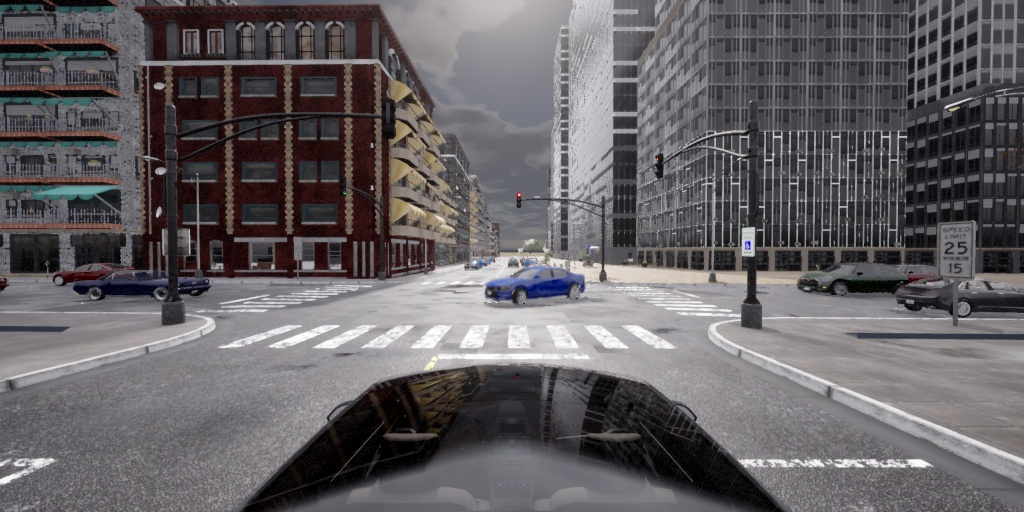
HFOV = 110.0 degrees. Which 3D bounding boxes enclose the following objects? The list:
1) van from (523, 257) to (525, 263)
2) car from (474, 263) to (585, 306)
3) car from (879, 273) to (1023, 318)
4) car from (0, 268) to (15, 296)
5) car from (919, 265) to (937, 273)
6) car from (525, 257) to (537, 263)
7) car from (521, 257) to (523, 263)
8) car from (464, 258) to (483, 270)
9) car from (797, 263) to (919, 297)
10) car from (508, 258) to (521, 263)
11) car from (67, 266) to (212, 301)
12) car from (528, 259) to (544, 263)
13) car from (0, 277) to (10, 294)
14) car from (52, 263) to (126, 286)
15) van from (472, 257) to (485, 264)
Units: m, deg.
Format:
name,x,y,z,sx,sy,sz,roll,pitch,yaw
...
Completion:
name,x,y,z,sx,sy,sz,roll,pitch,yaw
van,2.773,1.042,50.369,1.690,1.789,3.998,0,0,0
car,1.084,1.220,16.004,5.008,1.535,1.882,0,-1,-37
car,16.742,1.445,13.091,4.403,1.370,2.007,0,0,1
car,-26.520,1.254,16.496,4.718,1.301,1.895,0,1,1
car,23.421,1.229,21.622,4.097,1.591,1.967,0,0,1
car,2.746,1.157,39.077,1.967,1.591,4.097,0,0,0
car,2.786,1.237,56.015,1.888,1.381,4.507,0,0,0
car,-5.575,1.267,50.355,1.948,1.339,4.313,0,0,0
car,17.904,1.159,18.977,4.553,1.767,2.097,0,1,1
car,0.247,1.280,63.235,1.895,1.301,4.718,0,0,0
car,-16.640,1.298,16.335,4.718,1.301,1.895,0,1,1
car,2.732,1.270,33.431,1.888,1.381,4.507,0,0,0
car,-22.595,1.258,13.725,4.507,1.381,1.888,0,0,1
car,-25.808,1.108,22.389,4.507,1.381,1.888,0,0,1
van,-5.562,1.033,56.001,1.690,1.789,3.998,0,0,0
